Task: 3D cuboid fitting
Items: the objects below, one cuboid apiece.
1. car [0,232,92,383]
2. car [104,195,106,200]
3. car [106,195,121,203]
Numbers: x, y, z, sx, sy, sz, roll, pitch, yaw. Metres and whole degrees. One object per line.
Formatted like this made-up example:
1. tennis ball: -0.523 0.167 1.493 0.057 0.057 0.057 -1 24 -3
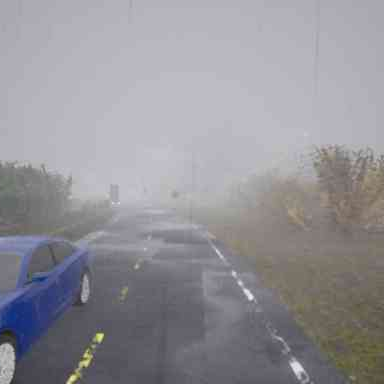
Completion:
1. car: -3.000 1.481 5.120 1.882 1.535 5.008 0 0 -2
2. car: -19.762 1.471 78.314 1.812 1.442 4.674 0 0 -24
3. car: -16.274 1.490 70.081 2.033 1.411 5.357 0 0 -21
